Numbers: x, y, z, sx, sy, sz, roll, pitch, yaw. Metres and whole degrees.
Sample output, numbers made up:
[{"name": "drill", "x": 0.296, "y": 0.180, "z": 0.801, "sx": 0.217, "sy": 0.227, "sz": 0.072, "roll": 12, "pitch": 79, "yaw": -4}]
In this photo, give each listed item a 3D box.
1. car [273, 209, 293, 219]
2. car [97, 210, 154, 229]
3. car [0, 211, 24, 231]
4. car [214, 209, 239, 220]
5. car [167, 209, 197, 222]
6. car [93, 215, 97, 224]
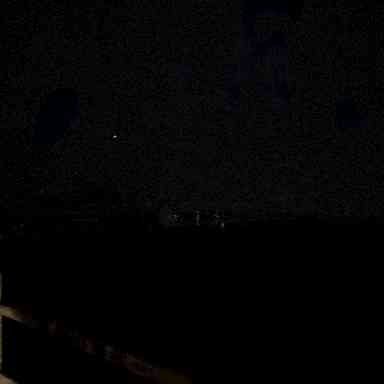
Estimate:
[{"name": "car", "x": 16.233, "y": 3.779, "z": 59.066, "sx": 2.097, "sy": 1.767, "sz": 4.553, "roll": 0, "pitch": -3, "yaw": 38}, {"name": "car", "x": -5.334, "y": 2.364, "z": 28.879, "sx": 2.128, "sy": 1.511, "sz": 4.902, "roll": 0, "pitch": -2, "yaw": 36}, {"name": "car", "x": -13.711, "y": 1.962, "z": 21.893, "sx": 1.837, "sy": 1.490, "sz": 4.892, "roll": 0, "pitch": -2, "yaw": 32}, {"name": "car", "x": 5.046, "y": 3.286, "z": 48.403, "sx": 1.837, "sy": 1.490, "sz": 4.892, "roll": 0, "pitch": -3, "yaw": 36}, {"name": "car", "x": -1.036, "y": 2.836, "z": 39.953, "sx": 2.128, "sy": 1.511, "sz": 4.902, "roll": 0, "pitch": -2, "yaw": 36}, {"name": "car", "x": -7.061, "y": 2.414, "z": 31.537, "sx": 2.128, "sy": 1.511, "sz": 4.902, "roll": 0, "pitch": -2, "yaw": 35}]
